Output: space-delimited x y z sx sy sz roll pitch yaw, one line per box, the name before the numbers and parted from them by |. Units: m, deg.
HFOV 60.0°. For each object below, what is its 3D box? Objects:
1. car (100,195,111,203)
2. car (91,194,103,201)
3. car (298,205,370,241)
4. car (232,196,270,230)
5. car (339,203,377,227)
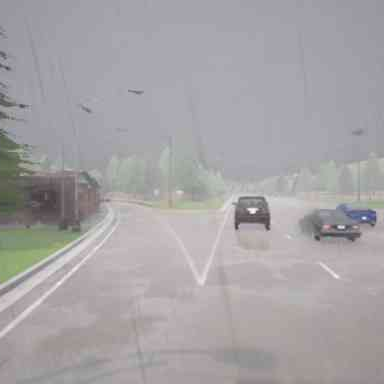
car | -20.597 1.782 78.842 2.033 1.411 5.357 0 0 -26
car | -25.225 1.477 88.280 2.097 1.767 4.553 0 0 -29
car | 6.719 1.560 16.751 2.033 1.411 5.357 0 0 7
car | 3.836 1.256 21.797 2.150 2.045 5.566 0 0 7
car | 11.076 1.489 23.227 1.882 1.535 5.008 0 0 7
